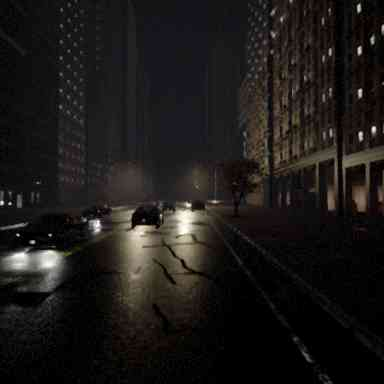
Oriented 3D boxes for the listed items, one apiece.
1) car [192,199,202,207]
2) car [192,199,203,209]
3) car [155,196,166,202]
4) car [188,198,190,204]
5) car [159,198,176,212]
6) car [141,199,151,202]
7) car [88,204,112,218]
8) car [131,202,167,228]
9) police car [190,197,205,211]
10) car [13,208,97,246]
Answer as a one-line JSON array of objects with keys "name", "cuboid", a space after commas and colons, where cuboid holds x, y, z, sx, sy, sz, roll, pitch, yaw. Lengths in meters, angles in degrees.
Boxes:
[{"name": "car", "cuboid": [0.987, 2.191, 65.207, 1.812, 1.442, 4.674, 0, -1, 0]}, {"name": "car", "cuboid": [0.985, 2.082, 59.208, 1.882, 1.535, 5.008, 0, -1, 0]}, {"name": "car", "cuboid": [-6.486, 1.927, 70.126, 2.150, 2.045, 5.566, 0, -1, 0]}, {"name": "car", "cuboid": [0.015, 2.198, 84.007, 2.128, 1.511, 4.902, 0, -1, 0]}, {"name": "car", "cuboid": [-3.148, 1.991, 45.589, 1.812, 1.442, 4.674, 0, 0, 0]}, {"name": "car", "cuboid": [-9.737, 2.202, 70.154, 1.837, 1.490, 4.892, 0, -1, 0]}, {"name": "car", "cuboid": [-9.744, 1.956, 34.406, 1.895, 1.301, 4.718, 0, -1, 0]}, {"name": "car", "cuboid": [-3.144, 1.724, 24.144, 1.882, 1.535, 5.008, 0, -1, 0]}, {"name": "police car", "cuboid": [0.984, 1.928, 49.317, 1.930, 1.638, 5.238, 0, -1, 0]}, {"name": "car", "cuboid": [-6.595, 1.716, 16.419, 2.033, 1.411, 5.357, 0, -1, 0]}]
